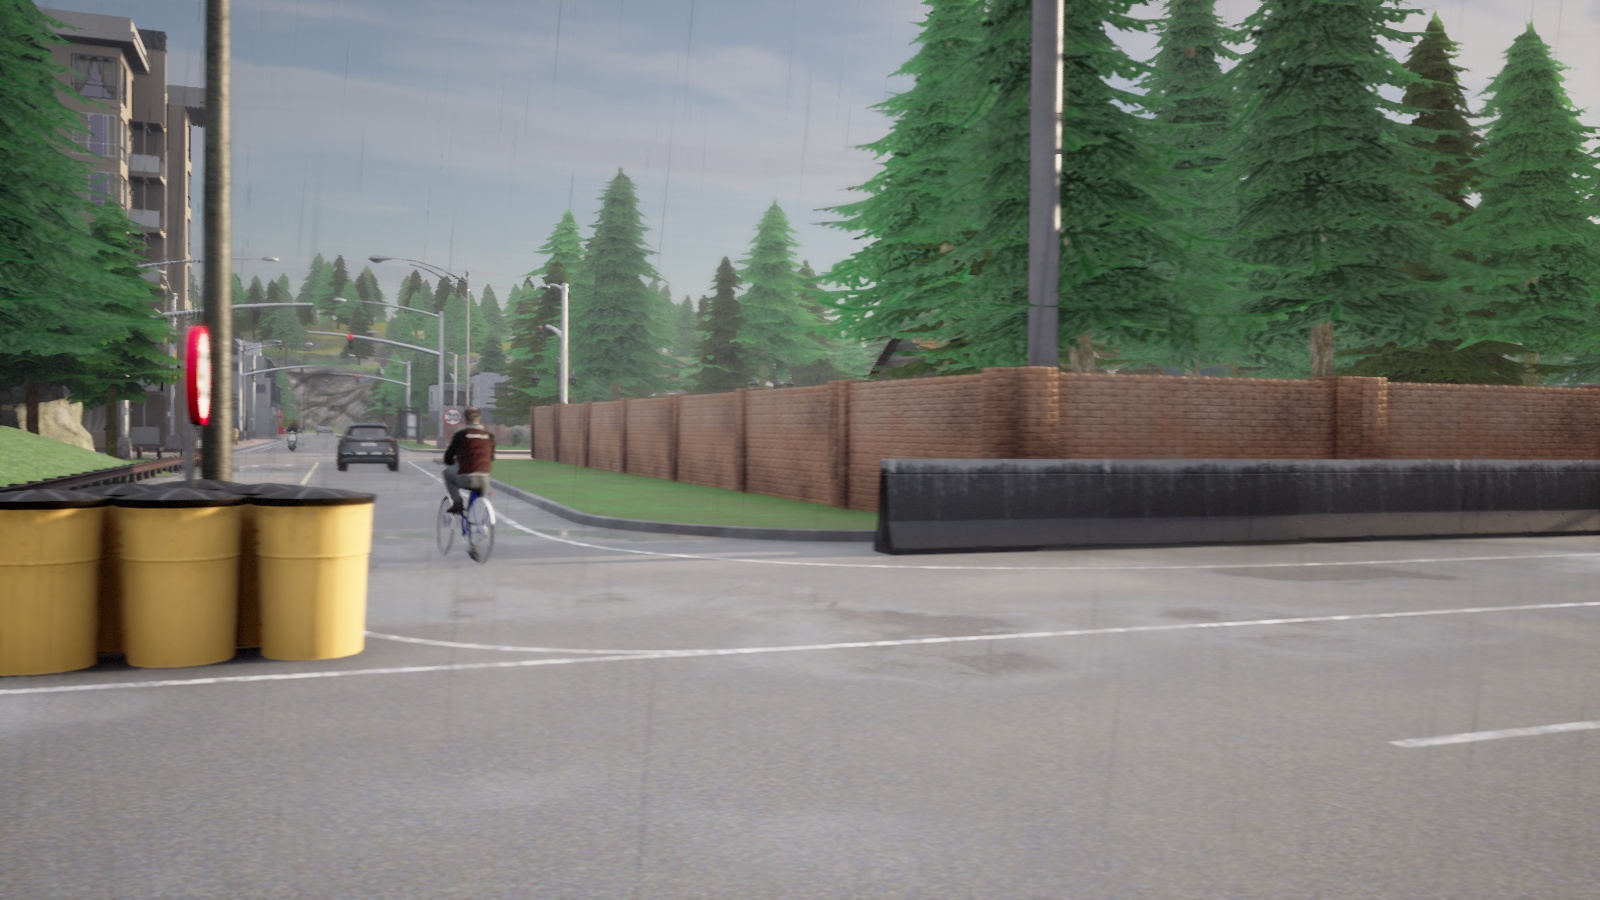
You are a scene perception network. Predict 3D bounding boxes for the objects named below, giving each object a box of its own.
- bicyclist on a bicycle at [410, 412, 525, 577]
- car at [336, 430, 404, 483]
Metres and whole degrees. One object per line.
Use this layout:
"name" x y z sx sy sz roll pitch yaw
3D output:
"bicyclist on a bicycle" -3.858 0.473 14.474 0.659 1.776 1.843 1 0 -35
"car" -14.576 0.173 42.508 2.033 1.649 4.856 -1 1 -20
